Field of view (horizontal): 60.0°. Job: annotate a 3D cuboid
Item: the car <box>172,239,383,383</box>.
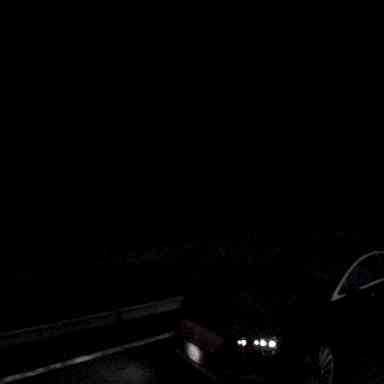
[{"bbox_3d":[2.021,1.538,5.117,4.902,1.511,2.128,1,0,-36],"label":"car"}]
